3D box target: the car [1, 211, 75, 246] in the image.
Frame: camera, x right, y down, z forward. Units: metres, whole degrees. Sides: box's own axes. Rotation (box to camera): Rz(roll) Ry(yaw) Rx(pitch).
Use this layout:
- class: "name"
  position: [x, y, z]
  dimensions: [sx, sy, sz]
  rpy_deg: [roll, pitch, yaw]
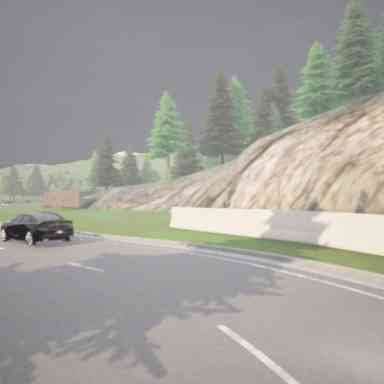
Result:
- class: "car"
  position: [-7.854, 1.721, 16.725]
  dimensions: [5.008, 1.535, 1.882]
  rpy_deg: [-2, 0, 41]
